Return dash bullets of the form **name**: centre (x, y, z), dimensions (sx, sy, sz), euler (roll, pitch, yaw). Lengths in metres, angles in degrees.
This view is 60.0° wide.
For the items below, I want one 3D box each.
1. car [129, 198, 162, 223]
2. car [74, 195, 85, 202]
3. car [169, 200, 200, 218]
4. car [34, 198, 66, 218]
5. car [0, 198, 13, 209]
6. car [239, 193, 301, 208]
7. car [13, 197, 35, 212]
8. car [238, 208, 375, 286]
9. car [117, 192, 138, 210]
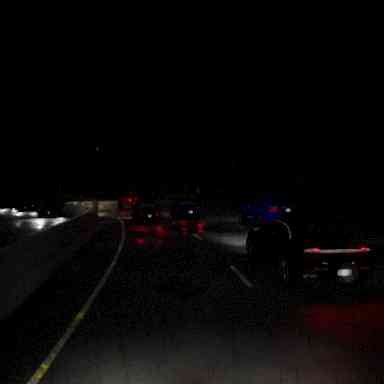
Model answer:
- **car**: centre (-3.317, 1.387, 23.961), dimensions (1.812, 1.442, 4.674), euler (0, 0, -14)
- **car**: centre (-23.029, 1.309, 68.380), dimensions (1.812, 1.442, 4.674), euler (0, 0, -16)
- **car**: centre (-0.663, 1.349, 27.635), dimensions (1.812, 1.442, 4.674), euler (0, 0, -15)
- **car**: centre (-11.966, 1.379, 28.669), dimensions (1.837, 1.490, 4.892), euler (0, 0, -16)
- **car**: centre (-23.247, 1.403, 42.998), dimensions (1.994, 1.385, 4.181), euler (0, 0, -15)
- **car**: centre (4.667, 1.069, 20.645), dimensions (2.150, 2.045, 5.566), euler (0, 0, -12)
- **car**: centre (-17.833, 1.358, 36.632), dimensions (1.837, 1.490, 4.892), euler (0, 0, -16)
- **car**: centre (2.902, 1.424, 9.243), dimensions (2.128, 1.511, 4.902), euler (0, 0, -6)
- **car**: centre (-7.746, 1.001, 40.240), dimensions (2.150, 2.045, 5.566), euler (0, 1, -16)
